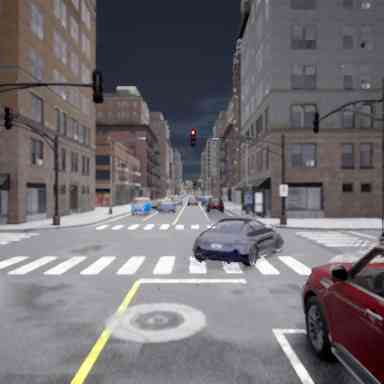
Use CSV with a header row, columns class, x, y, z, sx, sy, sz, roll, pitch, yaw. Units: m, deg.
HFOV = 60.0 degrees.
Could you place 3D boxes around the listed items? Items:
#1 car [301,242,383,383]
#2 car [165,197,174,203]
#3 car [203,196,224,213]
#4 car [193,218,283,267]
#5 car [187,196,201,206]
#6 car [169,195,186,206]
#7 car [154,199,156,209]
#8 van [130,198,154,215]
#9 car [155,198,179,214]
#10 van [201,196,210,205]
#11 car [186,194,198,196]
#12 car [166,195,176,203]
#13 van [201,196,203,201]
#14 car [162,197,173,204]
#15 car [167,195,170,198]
class,x,y,z,sx,sy,sz,roll,pitch,yaw
car,2.640,1.329,2.996,2.192,1.841,5.009,0,0,0
car,-5.265,1.899,78.221,1.947,1.339,4.313,0,0,0
car,2.772,1.489,40.366,2.192,1.841,5.009,0,0,0
car,1.750,1.611,11.849,1.994,1.385,4.181,0,0,30
car,0.158,1.823,60.480,1.994,1.385,4.181,0,0,1
car,-2.675,1.753,60.705,2.128,1.511,4.902,0,0,1
car,-5.329,1.763,45.784,1.947,1.339,4.313,0,0,0
van,-5.350,1.492,34.972,1.690,1.788,3.998,0,0,0
car,-2.782,1.690,38.101,1.812,1.442,4.674,0,0,0
van,2.793,1.629,67.397,1.690,1.788,3.998,0,0,0
car,0.118,1.684,70.173,1.994,1.385,4.181,0,0,0
car,-5.254,1.671,83.628,2.192,1.841,5.009,0,0,0
van,2.784,1.584,56.584,1.690,1.788,3.998,0,0,0
car,-5.275,1.861,72.815,2.008,1.369,4.403,0,0,0
car,-5.286,1.813,67.240,1.752,1.417,4.829,0,0,0
